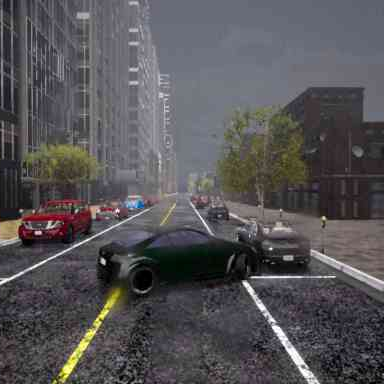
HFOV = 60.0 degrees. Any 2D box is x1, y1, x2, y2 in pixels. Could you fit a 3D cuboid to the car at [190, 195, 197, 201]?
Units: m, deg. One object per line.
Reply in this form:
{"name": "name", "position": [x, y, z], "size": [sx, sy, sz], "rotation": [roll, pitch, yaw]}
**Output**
{"name": "car", "position": [0.367, 1.551, 88.628], "size": [1.802, 1.307, 4.206], "rotation": [-1, 0, -2]}

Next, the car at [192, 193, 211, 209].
{"name": "car", "position": [1.535, 1.301, 44.367], "size": [2.192, 1.841, 5.009], "rotation": [-1, 0, -2]}

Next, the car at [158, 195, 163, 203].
{"name": "car", "position": [-7.425, 1.522, 66.287], "size": [1.887, 1.381, 4.507], "rotation": [-1, 0, -2]}

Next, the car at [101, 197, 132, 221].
{"name": "car", "position": [-6.394, 1.432, 26.829], "size": [1.967, 1.590, 4.097], "rotation": [-1, 0, -2]}

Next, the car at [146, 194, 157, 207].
{"name": "car", "position": [-6.989, 1.299, 49.688], "size": [2.192, 1.841, 5.009], "rotation": [-1, 0, -2]}

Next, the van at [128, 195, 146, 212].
{"name": "van", "position": [-6.696, 1.329, 38.622], "size": [1.690, 1.788, 3.998], "rotation": [-1, 0, -2]}

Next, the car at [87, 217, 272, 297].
{"name": "car", "position": [-0.277, 1.557, 8.576], "size": [4.181, 1.385, 1.994], "rotation": [0, 0, -29]}

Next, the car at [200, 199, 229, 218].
{"name": "car", "position": [2.009, 1.543, 27.034], "size": [2.008, 1.369, 4.403], "rotation": [-1, 0, -2]}

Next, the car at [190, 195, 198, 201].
{"name": "car", "position": [0.514, 1.537, 83.095], "size": [1.947, 1.339, 4.313], "rotation": [-1, 0, -2]}

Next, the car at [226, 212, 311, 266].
{"name": "car", "position": [2.547, 1.548, 11.175], "size": [2.008, 1.369, 4.403], "rotation": [-1, 0, -2]}

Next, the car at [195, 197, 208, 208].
{"name": "car", "position": [1.388, 1.509, 50.070], "size": [1.752, 1.417, 4.829], "rotation": [-1, 0, -2]}

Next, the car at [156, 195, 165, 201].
{"name": "car", "position": [-7.860, 1.497, 82.715], "size": [1.752, 1.417, 4.829], "rotation": [-1, 0, -2]}

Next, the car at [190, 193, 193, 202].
{"name": "car", "position": [0.803, 1.291, 72.030], "size": [2.192, 1.841, 5.009], "rotation": [-1, 0, -2]}

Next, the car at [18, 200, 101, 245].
{"name": "car", "position": [-6.193, 1.310, 15.761], "size": [2.192, 1.841, 5.009], "rotation": [-1, 0, -2]}
